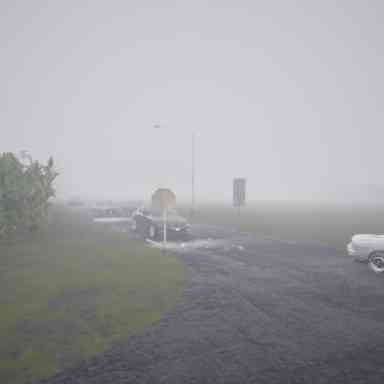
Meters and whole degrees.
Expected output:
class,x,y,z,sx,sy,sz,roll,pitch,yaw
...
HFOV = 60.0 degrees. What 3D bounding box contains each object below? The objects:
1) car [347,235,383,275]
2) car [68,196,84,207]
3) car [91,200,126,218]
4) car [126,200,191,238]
class,x,y,z,sx,sy,sz,roll,pitch,yaw
car,6.824,1.594,9.023,4.718,1.301,1.895,0,0,27
car,-16.785,1.335,47.965,2.033,1.411,5.357,0,0,-26
car,-7.558,1.445,29.207,1.994,1.385,4.181,0,1,-26
car,-1.747,1.442,17.524,1.837,1.490,4.892,0,1,-26
